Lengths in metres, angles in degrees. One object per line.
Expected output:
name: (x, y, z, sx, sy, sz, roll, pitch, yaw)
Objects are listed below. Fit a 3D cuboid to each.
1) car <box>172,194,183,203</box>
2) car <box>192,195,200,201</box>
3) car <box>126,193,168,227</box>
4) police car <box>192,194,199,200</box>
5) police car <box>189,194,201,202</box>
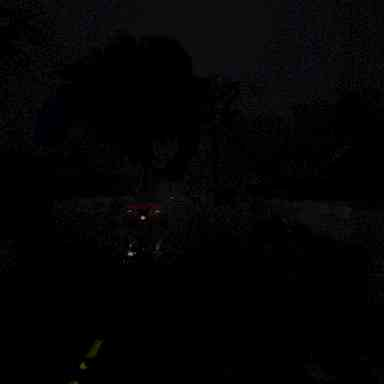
car: (-2.721, 1.181, 63.144, 2.097, 1.767, 4.553, 0, 0, 1)
car: (0.897, 1.367, 79.195, 1.812, 1.442, 4.674, 0, 0, 0)
car: (-2.829, 1.113, 21.950, 2.150, 2.045, 5.566, 0, 0, 0)
police car: (0.902, 1.276, 85.308, 1.930, 1.638, 5.238, 0, 0, 0)
police car: (0.888, 1.258, 69.300, 1.930, 1.638, 5.238, 0, 0, 0)
